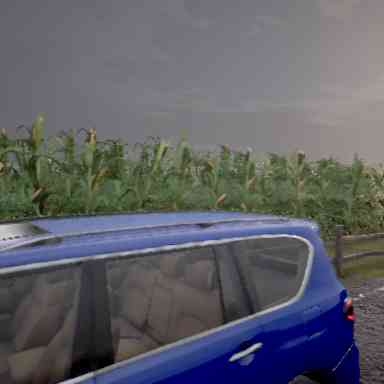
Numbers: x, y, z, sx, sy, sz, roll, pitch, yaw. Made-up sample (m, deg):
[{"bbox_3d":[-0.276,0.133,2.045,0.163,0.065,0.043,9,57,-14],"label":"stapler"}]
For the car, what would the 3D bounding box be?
[{"bbox_3d":[-1.096,1.221,2.285,5.566,2.045,2.150,0,0,-35],"label":"car"}]
